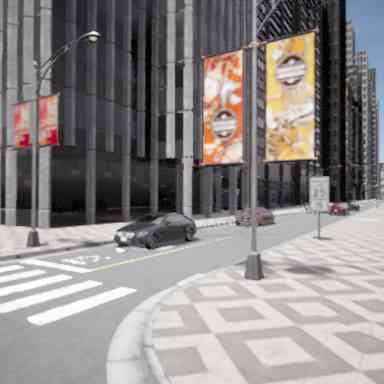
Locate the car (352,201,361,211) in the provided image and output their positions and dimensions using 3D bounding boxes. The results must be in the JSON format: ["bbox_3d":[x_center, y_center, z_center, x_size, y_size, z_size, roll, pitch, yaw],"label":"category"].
[{"bbox_3d":[24.655,2.174,51.332,1.812,1.442,4.674,0,-1,32],"label":"car"}]

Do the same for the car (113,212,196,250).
[{"bbox_3d":[-1.507,1.660,15.302,1.812,1.442,4.674,0,-1,32],"label":"car"}]

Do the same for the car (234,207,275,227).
[{"bbox_3d":[4.839,1.835,25.478,1.994,1.385,4.181,0,0,32],"label":"car"}]

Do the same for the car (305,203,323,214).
[{"bbox_3d":[16.396,1.875,43.922,2.097,1.767,4.553,0,-1,32],"label":"car"}]

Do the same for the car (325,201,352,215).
[{"bbox_3d":[17.786,2.021,40.264,1.812,1.442,4.674,0,-1,32],"label":"car"}]
